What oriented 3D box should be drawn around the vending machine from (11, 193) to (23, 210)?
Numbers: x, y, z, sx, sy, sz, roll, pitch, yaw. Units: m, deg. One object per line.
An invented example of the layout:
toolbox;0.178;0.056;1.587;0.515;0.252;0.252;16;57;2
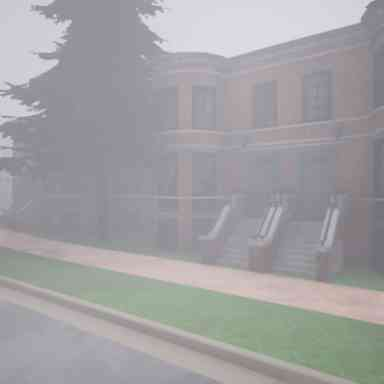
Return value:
vending machine;-22.399;1.209;42.537;1.100;2.100;0.880;0;0;-2
